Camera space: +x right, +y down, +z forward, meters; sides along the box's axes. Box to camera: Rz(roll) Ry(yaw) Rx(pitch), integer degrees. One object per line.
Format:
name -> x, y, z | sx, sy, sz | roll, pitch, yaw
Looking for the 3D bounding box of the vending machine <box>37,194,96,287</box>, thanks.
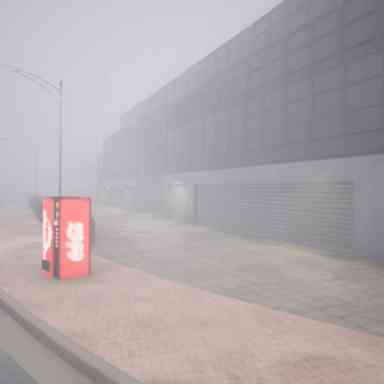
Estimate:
vending machine -> -3.106, 1.107, 8.236 | 1.100, 2.100, 0.880 | 0, 1, -41
